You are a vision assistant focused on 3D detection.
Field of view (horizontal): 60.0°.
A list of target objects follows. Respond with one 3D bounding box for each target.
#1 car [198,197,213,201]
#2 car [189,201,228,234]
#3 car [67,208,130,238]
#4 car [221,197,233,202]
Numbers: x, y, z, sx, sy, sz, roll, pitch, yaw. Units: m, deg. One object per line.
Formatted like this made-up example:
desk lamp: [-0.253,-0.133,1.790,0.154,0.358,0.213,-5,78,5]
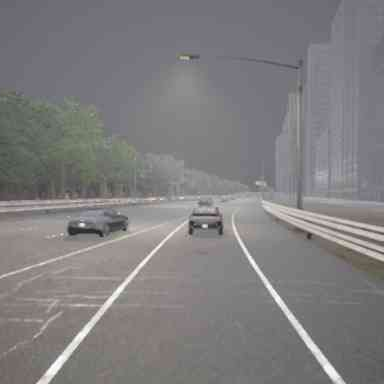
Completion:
car: [2.239,1.546,52.873,2.097,1.767,4.553,1,0,12]
car: [0.887,1.544,19.581,2.128,1.511,4.902,0,0,5]
car: [-4.892,1.561,17.954,1.994,1.385,4.181,1,0,12]
car: [8.218,1.895,82.333,2.128,1.511,4.902,1,0,11]
